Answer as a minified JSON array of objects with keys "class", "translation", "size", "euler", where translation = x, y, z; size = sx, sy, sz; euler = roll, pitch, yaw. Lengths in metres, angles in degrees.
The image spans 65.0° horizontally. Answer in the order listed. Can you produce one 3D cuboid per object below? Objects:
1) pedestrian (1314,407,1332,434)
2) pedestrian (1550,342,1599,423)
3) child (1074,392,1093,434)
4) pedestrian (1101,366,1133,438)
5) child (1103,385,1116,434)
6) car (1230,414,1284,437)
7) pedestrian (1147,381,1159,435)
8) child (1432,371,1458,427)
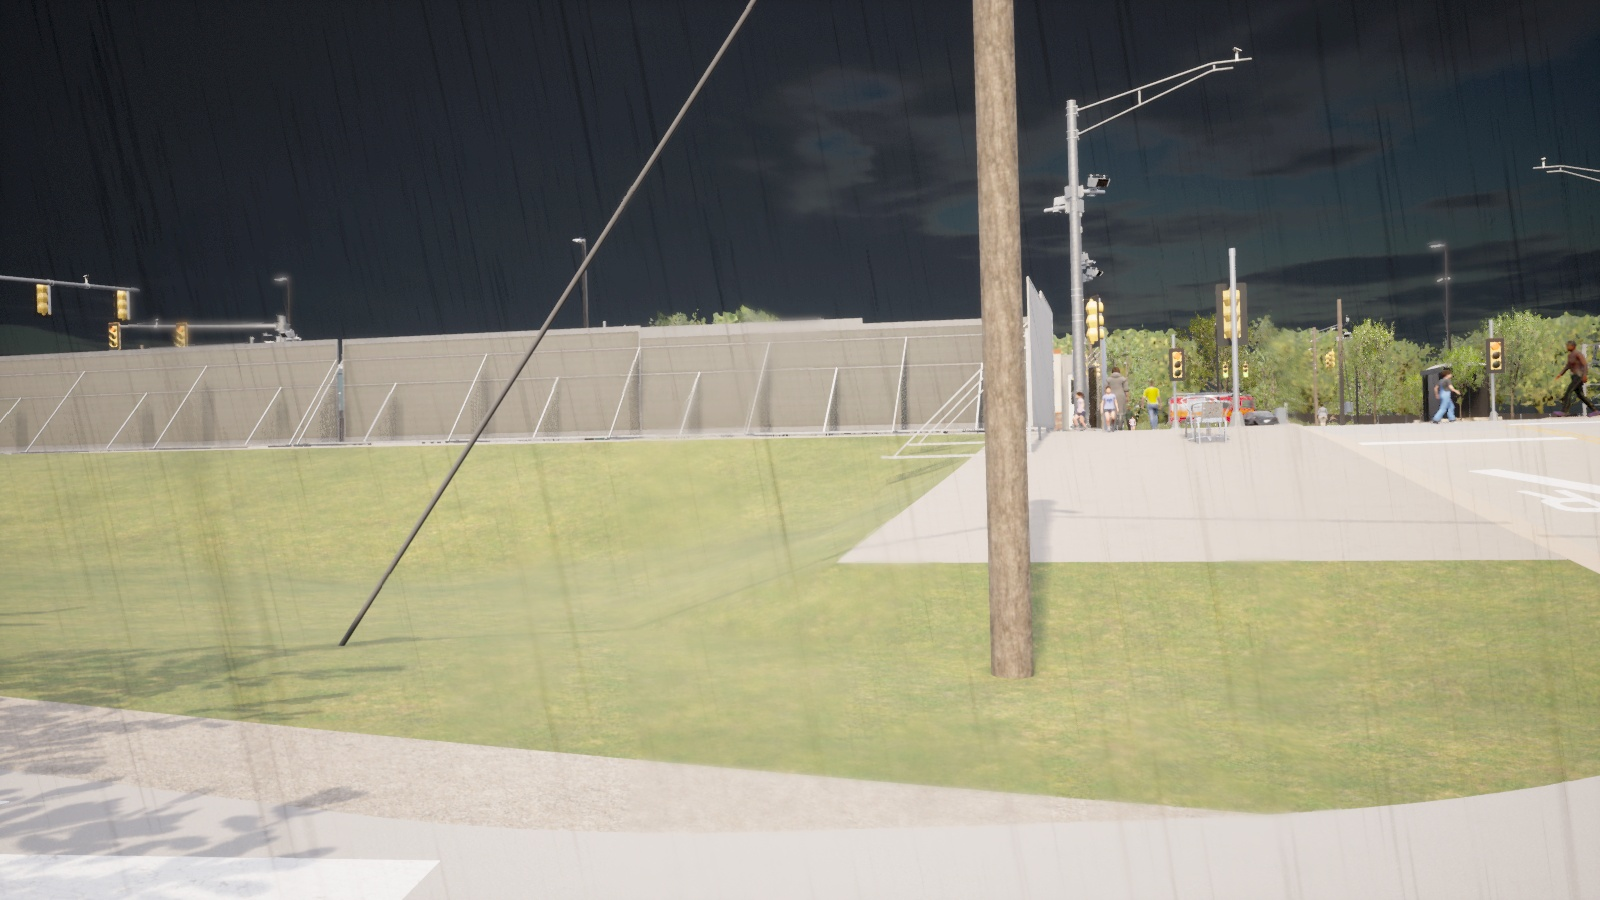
[{"class":"pedestrian","translation":[36.431,-2.057,87.512],"size":[0.874,1.855,0.900],"euler":[-1,0,4]},{"class":"pedestrian","translation":[17.670,-1.527,28.650],"size":[0.869,1.805,0.328],"euler":[-1,0,12]},{"class":"child","translation":[7.496,-0.979,33.213],"size":[0.394,1.110,0.255],"euler":[-1,0,-7]},{"class":"pedestrian","translation":[8.805,-1.329,34.853],"size":[0.659,1.952,0.873],"euler":[-1,0,26]},{"class":"child","translation":[7.101,-0.919,28.777],"size":[0.255,1.110,0.394],"euler":[-1,0,12]},{"class":"car","translation":[31.381,-1.694,86.377],"size":[2.163,1.488,4.792],"euler":[-1,1,3]},{"class":"pedestrian","translation":[12.065,-1.427,42.915],"size":[0.354,1.836,0.706],"euler":[-1,0,15]},{"class":"child","translation":[14.593,-1.153,28.415],"size":[0.437,1.263,0.270],"euler":[-1,0,5]}]
